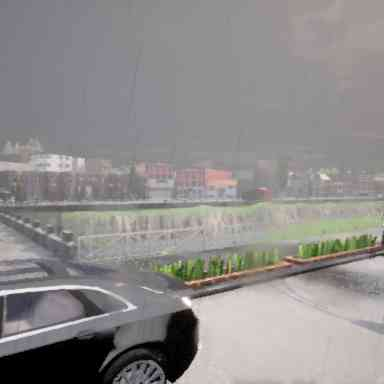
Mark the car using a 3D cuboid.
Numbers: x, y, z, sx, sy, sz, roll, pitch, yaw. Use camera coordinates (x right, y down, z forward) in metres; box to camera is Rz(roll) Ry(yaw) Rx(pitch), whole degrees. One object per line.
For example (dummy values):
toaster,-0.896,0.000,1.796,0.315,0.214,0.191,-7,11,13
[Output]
car,-2.175,1.491,3.056,4.902,1.511,2.128,0,0,-36
